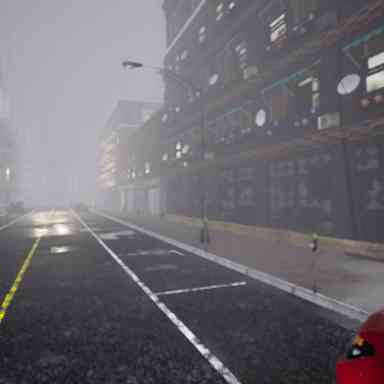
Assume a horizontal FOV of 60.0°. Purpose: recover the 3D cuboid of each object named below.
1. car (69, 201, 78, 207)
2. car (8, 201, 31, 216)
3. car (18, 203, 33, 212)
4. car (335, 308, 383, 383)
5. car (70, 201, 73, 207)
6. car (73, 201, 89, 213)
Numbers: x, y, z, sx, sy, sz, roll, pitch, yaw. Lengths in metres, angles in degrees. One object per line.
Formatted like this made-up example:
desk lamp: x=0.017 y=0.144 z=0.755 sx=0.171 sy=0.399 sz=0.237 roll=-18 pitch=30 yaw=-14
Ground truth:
car: x=-28.375 y=2.903 z=79.644 sx=2.008 sy=1.369 sz=4.403 roll=0 pitch=-1 yaw=-22
car: x=-23.639 y=2.190 z=45.138 sx=2.192 sy=1.841 sz=5.009 roll=0 pitch=-1 yaw=-22
car: x=-27.812 y=2.603 z=55.605 sx=1.887 sy=1.381 sz=4.507 roll=0 pitch=-1 yaw=-22
car: x=2.934 y=1.290 z=1.127 sx=2.192 sy=1.841 sz=5.009 roll=0 pitch=-1 yaw=-22
car: x=-20.026 y=2.532 z=58.706 sx=1.887 sy=1.381 sz=4.507 roll=0 pitch=-1 yaw=-22
car: x=-15.915 y=2.332 z=48.395 sx=1.752 sy=1.417 sz=4.829 roll=0 pitch=-1 yaw=-22
